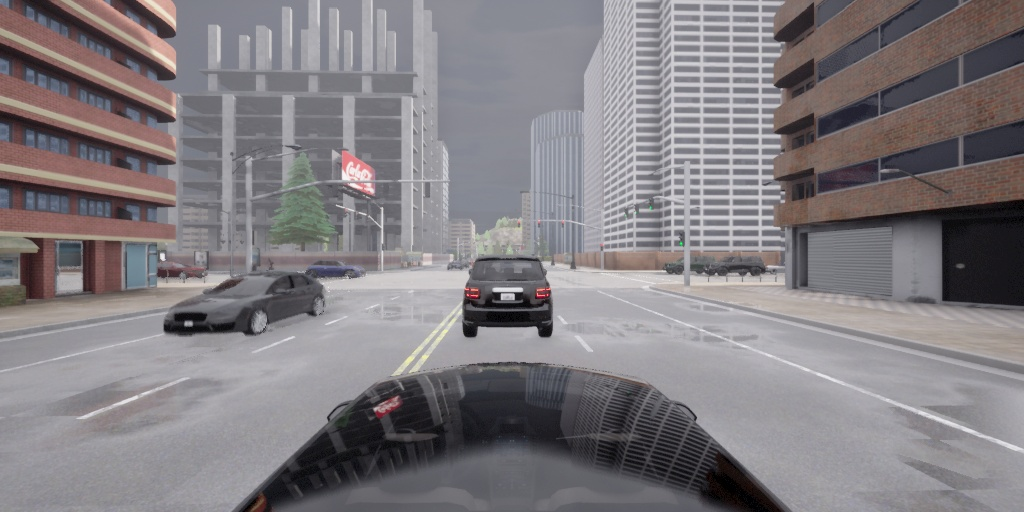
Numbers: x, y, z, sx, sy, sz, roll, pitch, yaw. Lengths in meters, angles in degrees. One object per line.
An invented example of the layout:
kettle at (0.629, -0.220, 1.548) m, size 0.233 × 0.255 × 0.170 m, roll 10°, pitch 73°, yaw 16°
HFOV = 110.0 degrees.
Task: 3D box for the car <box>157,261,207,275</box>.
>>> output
car at (-28.833, 1.228, 30.529) m, size 5.008 × 1.535 × 1.882 m, roll 1°, pitch 0°, yaw -1°

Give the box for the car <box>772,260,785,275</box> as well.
car at (29.515, 1.351, 39.231) m, size 4.718 × 1.301 × 1.895 m, roll 0°, pitch 0°, yaw -1°

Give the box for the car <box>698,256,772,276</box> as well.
car at (21.996, 0.971, 35.550) m, size 5.566 × 2.045 × 2.150 m, roll 0°, pitch 0°, yaw -2°

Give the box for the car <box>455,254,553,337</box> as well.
car at (-0.120, 0.971, 10.397) m, size 2.150 × 2.045 × 5.566 m, roll 0°, pitch 0°, yaw -1°

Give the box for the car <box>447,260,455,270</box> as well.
car at (-8.112, 1.313, 51.790) m, size 1.994 × 1.385 × 4.181 m, roll 0°, pitch 0°, yaw -1°

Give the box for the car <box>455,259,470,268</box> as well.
car at (-8.272, 1.255, 60.361) m, size 1.837 × 1.490 × 4.892 m, roll 0°, pitch 0°, yaw -1°

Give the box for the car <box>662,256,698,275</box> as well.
car at (19.385, 0.972, 38.980) m, size 5.566 × 2.045 × 2.150 m, roll 0°, pitch 0°, yaw -1°

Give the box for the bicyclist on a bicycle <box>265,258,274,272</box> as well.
bicyclist on a bicycle at (-28.705, 1.051, 42.519) m, size 0.582 × 1.620 × 1.656 m, roll 0°, pitch 0°, yaw -1°

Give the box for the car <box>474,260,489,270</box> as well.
car at (-4.666, 1.314, 54.620) m, size 1.994 × 1.385 × 4.181 m, roll 0°, pitch 0°, yaw -1°

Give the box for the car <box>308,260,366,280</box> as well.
car at (-15.215, 1.101, 31.135) m, size 4.553 × 1.767 × 2.097 m, roll 0°, pitch 0°, yaw -5°

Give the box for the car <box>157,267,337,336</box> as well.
car at (-7.266, 1.254, 10.427) m, size 1.837 × 1.490 × 4.892 m, roll 0°, pitch 0°, yaw -1°
